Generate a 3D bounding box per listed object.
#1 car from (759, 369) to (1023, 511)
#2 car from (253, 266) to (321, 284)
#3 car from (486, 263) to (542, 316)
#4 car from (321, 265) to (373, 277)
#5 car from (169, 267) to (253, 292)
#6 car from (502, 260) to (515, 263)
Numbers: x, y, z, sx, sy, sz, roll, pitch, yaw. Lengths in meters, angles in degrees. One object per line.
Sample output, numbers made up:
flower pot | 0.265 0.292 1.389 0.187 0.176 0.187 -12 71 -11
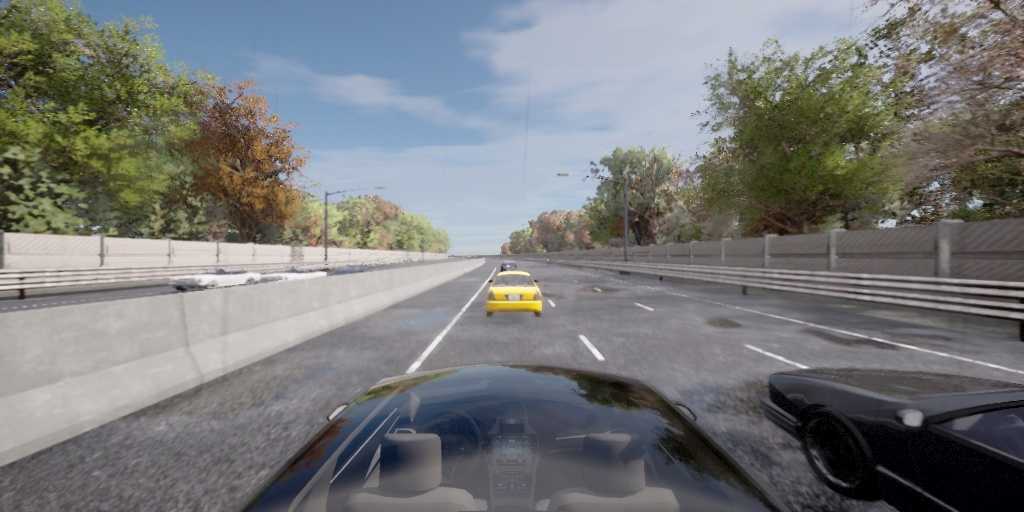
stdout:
car | 3.596 1.296 1.382 2.033 1.411 5.357 0 0 0
car | -14.164 1.360 23.463 1.895 1.301 4.718 0 0 0
car | 0.050 1.210 13.235 1.801 1.575 5.366 0 0 0
car | -10.667 1.324 24.211 1.994 1.385 4.181 0 0 0
car | -17.664 1.360 21.614 1.895 1.301 4.718 0 0 0
car | -0.439 1.269 44.374 2.163 1.488 4.792 0 0 -1
